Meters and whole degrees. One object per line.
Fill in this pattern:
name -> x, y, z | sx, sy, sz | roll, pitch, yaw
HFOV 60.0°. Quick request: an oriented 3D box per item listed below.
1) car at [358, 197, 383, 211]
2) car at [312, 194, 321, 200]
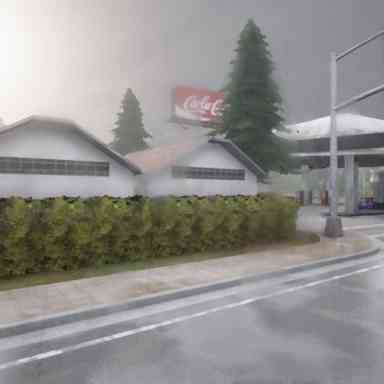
car -> 21.749, 1.465, 39.942 | 4.611, 1.667, 2.242 | 0, 0, -36
car -> 32.849, 1.301, 89.428 | 2.152, 1.636, 5.027 | 0, 0, -36
